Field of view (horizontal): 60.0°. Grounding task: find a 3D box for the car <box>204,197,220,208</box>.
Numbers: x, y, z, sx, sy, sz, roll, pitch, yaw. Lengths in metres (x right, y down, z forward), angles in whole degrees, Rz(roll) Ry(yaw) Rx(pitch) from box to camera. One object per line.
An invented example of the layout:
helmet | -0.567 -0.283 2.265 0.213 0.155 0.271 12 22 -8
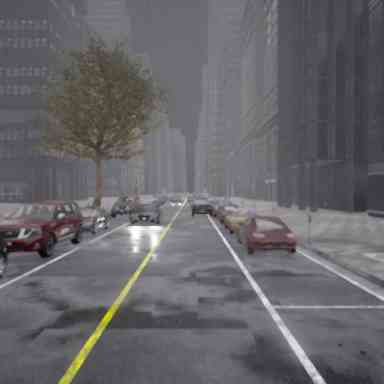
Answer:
car | 2.765 1.490 46.978 2.008 1.369 4.403 0 0 0

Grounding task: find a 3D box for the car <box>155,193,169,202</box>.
car | -5.760 1.242 58.325 2.192 1.841 5.009 0 0 0

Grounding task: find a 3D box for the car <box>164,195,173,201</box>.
car | -5.759 1.490 81.035 1.802 1.307 4.206 0 0 0

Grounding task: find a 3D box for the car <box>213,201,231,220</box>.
car | 2.763 1.546 24.268 1.802 1.307 4.206 0 0 0

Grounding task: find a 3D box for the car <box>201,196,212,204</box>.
car | 2.766 1.473 64.011 2.008 1.369 4.403 0 0 0

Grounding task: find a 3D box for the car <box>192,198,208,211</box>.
car | 0.903 1.471 41.001 1.812 1.442 4.674 0 0 0

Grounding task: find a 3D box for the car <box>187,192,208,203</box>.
car | 0.733 1.286 46.962 2.097 1.767 4.553 0 0 0

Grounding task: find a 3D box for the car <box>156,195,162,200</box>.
car | -5.760 1.520 46.970 1.802 1.307 4.206 0 0 0

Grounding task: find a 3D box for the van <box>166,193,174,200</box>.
van | -5.759 1.245 86.712 1.690 1.788 3.998 0 0 0

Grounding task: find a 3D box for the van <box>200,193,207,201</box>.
van | 2.766 1.250 81.044 1.690 1.788 3.998 0 0 0

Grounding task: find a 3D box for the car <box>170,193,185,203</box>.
car | -3.008 1.498 64.518 1.994 1.385 4.181 0 0 0

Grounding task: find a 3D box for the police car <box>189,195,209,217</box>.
police car | 0.902 1.381 31.111 1.930 1.638 5.238 0 0 0

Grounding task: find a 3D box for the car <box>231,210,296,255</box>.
car | 2.763 1.562 12.913 1.802 1.307 4.206 0 0 0

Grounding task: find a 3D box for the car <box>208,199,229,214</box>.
car | 2.764 1.517 35.623 1.947 1.339 4.313 0 0 0

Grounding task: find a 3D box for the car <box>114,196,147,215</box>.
car | -5.761 1.272 29.937 2.192 1.841 5.009 0 0 0

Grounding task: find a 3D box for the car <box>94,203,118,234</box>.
car | -5.762 1.522 18.583 2.008 1.369 4.403 0 0 0

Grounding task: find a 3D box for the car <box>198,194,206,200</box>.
car | 2.767 1.341 92.399 1.967 1.590 4.097 0 0 0

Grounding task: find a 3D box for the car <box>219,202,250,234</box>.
car | 2.763 1.497 18.760 1.752 1.417 4.829 0 0 0

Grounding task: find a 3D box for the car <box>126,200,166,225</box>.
car | -3.097 1.529 23.513 1.994 1.385 4.181 0 0 0

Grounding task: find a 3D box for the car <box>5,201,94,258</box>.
car | -5.762 1.294 12.905 2.192 1.841 5.009 0 0 0

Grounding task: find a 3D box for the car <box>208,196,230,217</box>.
car | 2.764 1.397 29.945 1.967 1.590 4.097 0 0 0

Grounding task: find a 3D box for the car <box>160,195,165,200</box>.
car | -5.760 1.514 52.648 1.802 1.307 4.206 0 0 0

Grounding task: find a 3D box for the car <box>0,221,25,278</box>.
car | -5.762 1.554 7.229 1.947 1.339 4.313 0 0 0

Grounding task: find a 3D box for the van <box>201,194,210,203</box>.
van | 2.765 1.258 69.689 1.690 1.788 3.998 0 0 0

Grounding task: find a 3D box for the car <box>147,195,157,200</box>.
car | -5.761 1.469 41.122 1.752 1.417 4.829 0 0 0
